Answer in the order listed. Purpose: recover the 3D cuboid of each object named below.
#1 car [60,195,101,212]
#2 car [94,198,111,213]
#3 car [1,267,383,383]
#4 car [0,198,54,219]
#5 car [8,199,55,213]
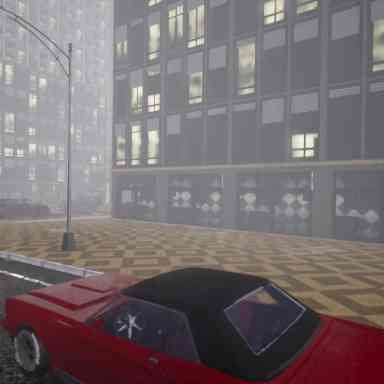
[{"bbox_3d":[-14.068,1.425,42.748,2.150,2.045,5.566,1,0,37],"label":"car"},{"bbox_3d":[-8.949,1.828,39.957,1.752,1.417,4.829,1,0,37],"label":"car"},{"bbox_3d":[-0.225,1.600,3.849,4.718,1.301,1.895,0,0,36],"label":"car"},{"bbox_3d":[-15.766,1.517,30.760,2.192,1.841,5.009,1,0,37],"label":"car"},{"bbox_3d":[-19.244,1.641,40.143,1.752,1.417,4.829,1,0,37],"label":"car"}]
